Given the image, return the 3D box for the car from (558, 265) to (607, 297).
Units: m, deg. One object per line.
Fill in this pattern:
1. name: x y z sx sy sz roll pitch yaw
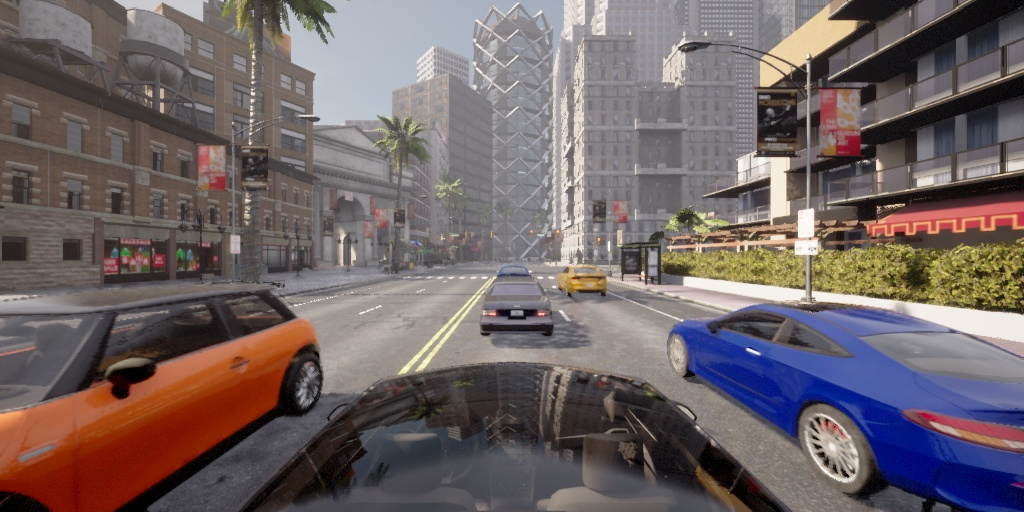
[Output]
1. car: 3.615 1.227 19.097 1.882 1.535 5.008 0 0 0

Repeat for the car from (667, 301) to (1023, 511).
1. car: 3.637 1.276 4.388 1.812 1.442 4.674 0 0 0

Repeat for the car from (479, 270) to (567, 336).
1. car: 0.108 1.297 10.386 2.033 1.411 5.357 0 0 0

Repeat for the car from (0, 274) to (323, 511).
1. car: -3.597 1.102 2.904 2.097 1.767 4.553 0 0 0

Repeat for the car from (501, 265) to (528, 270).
1. car: 0.116 1.228 20.173 1.882 1.535 5.008 0 0 0
